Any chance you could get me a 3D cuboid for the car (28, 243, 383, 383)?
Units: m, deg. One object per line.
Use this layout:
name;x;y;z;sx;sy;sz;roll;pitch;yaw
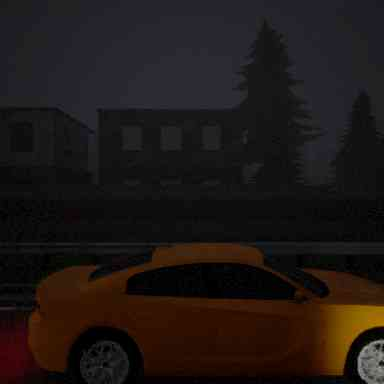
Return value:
car;0.476;1.477;4.569;5.008;1.535;1.882;0;0;0
